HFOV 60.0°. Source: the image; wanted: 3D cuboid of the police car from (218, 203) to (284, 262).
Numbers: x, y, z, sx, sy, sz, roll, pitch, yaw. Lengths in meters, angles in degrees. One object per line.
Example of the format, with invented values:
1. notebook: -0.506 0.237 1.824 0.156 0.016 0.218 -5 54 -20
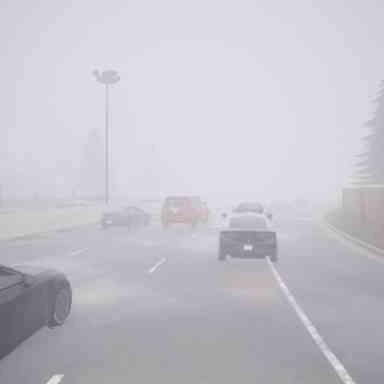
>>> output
1. police car: 2.049 1.445 12.386 1.930 1.638 5.238 0 0 9

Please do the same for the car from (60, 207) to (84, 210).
1. car: -10.992 1.275 35.572 2.150 2.045 5.566 0 0 21

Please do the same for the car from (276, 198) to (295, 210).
1. car: 11.090 1.631 42.017 1.994 1.385 4.181 0 0 32

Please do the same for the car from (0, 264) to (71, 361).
1. car: -3.154 1.532 4.094 1.812 1.442 4.674 0 0 3

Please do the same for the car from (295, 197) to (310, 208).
1. car: 16.530 1.586 50.887 1.837 1.490 4.892 0 0 38

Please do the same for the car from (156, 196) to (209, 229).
1. car: -0.335 1.256 22.304 2.150 2.045 5.566 0 0 14

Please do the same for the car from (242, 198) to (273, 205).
1. car: 3.760 1.384 20.753 2.097 1.767 4.553 0 0 14

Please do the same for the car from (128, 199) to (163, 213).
1. car: -5.482 1.567 39.873 1.837 1.490 4.892 0 0 24

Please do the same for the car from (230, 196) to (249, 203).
1. car: 10.068 1.620 70.396 1.994 1.385 4.181 0 0 41

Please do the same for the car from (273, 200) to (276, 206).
1. car: 5.268 1.497 25.968 1.801 1.575 5.366 0 0 18

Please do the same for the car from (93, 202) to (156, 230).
1. car: -4.157 1.558 21.260 1.812 1.442 4.674 0 0 13
